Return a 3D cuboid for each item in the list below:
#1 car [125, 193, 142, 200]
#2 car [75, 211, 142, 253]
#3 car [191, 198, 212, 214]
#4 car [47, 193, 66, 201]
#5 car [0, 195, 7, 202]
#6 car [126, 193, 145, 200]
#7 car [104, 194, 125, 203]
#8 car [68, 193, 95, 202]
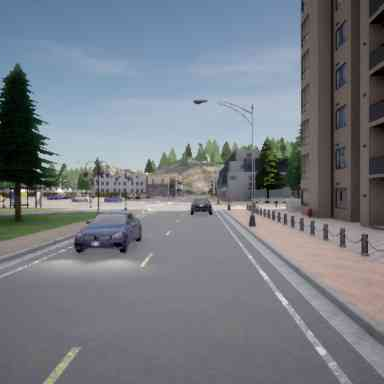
[{"bbox_3d":[-15.388,1.106,87.613,3.866,1.878,1.905,0,0,1],"label":"car"},{"bbox_3d":[-3.261,1.528,13.830,1.812,1.442,4.674,0,0,2],"label":"car"},{"bbox_3d":[0.984,1.357,34.794,2.097,1.767,4.553,0,0,2],"label":"car"},{"bbox_3d":[-33.691,1.347,81.577,3.633,1.501,1.845,0,0,1],"label":"car"},{"bbox_3d":[-41.674,1.356,69.938,5.027,1.636,2.152,0,0,1],"label":"car"},{"bbox_3d":[-15.052,1.126,84.698,4.605,1.855,1.932,0,0,1],"label":"car"},{"bbox_3d":[-15.679,1.399,66.124,3.633,1.501,1.845,0,0,1],"label":"car"},{"bbox_3d":[-23.019,1.410,69.299,3.806,1.475,1.970,0,0,1],"label":"car"}]
